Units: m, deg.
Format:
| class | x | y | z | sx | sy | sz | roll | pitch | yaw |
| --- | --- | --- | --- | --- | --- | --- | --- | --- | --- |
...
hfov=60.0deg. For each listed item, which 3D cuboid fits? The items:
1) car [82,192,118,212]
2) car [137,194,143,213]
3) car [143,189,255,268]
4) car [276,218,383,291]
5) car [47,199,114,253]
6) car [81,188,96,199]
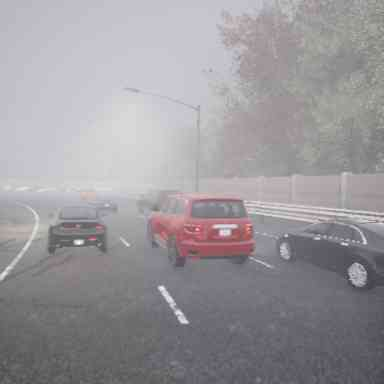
| class | x | y | z | sx | sy | sz | roll | pitch | yaw |
| --- | --- | --- | --- | --- | --- | --- | --- | --- | --- |
| car | -7.757 | 0.967 | 28.423 | 1.994 | 1.385 | 4.181 | 1 | 1 | -28 |
| car | -2.611 | 0.781 | 26.233 | 2.150 | 2.045 | 5.566 | 1 | 1 | -26 |
| car | 0.011 | 1.063 | 10.951 | 2.150 | 2.045 | 5.566 | 1 | 1 | -18 |
| car | 4.175 | 1.474 | 9.076 | 1.837 | 1.490 | 4.892 | 1 | 1 | -18 |
| car | -4.250 | 1.222 | 12.378 | 1.837 | 1.490 | 4.892 | 1 | 1 | -20 |
| car | -16.104 | 0.215 | 51.914 | 2.097 | 1.767 | 4.553 | 1 | 1 | -24 |
